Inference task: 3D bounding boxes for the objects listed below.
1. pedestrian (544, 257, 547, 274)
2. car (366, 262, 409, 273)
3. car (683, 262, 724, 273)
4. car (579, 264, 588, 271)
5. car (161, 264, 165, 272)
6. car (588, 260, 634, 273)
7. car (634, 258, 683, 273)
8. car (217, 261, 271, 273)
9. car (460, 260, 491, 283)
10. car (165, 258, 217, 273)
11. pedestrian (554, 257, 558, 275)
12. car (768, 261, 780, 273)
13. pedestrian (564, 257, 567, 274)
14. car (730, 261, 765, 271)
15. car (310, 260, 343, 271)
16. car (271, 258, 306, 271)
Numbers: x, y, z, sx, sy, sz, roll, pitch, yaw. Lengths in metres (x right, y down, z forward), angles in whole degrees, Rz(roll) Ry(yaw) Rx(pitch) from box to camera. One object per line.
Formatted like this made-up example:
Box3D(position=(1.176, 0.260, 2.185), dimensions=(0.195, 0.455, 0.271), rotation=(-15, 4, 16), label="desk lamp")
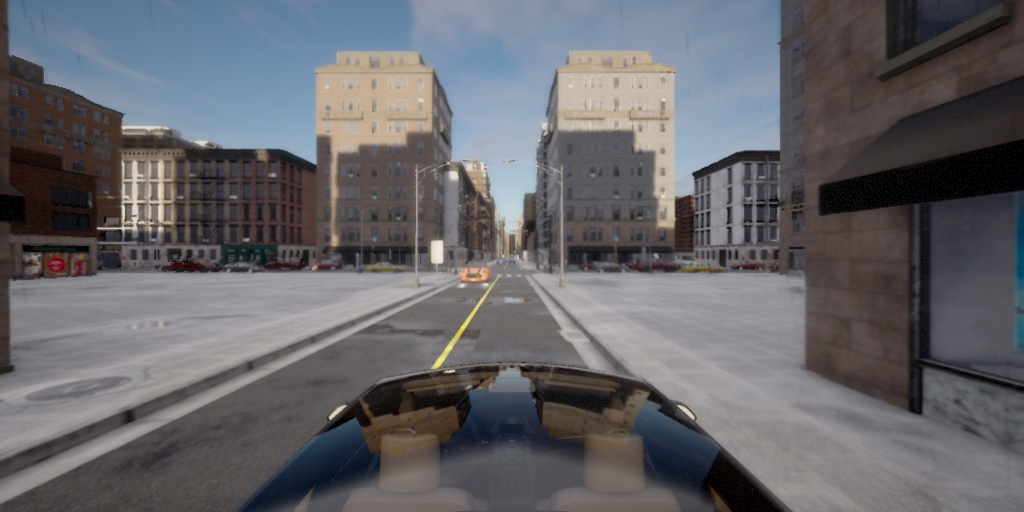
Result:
Box3D(position=(3.522, 0.969, 37.738), dimensions=(0.375, 1.860, 0.375), rotation=(0, 0, 0), label="pedestrian")
Box3D(position=(-14.899, 1.382, 42.957), dimensions=(4.829, 1.417, 1.751), rotation=(0, 0, 0), label="car")
Box3D(position=(22.766, 1.387, 42.913), dimensions=(4.829, 1.417, 1.751), rotation=(0, 0, 0), label="car")
Box3D(position=(11.787, 1.384, 50.951), dimensions=(4.507, 1.381, 1.888), rotation=(0, 0, 0), label="car")
Box3D(position=(-41.809, 1.374, 45.572), dimensions=(4.674, 1.442, 1.812), rotation=(0, 0, 1), label="car")
Box3D(position=(11.777, 1.410, 42.926), dimensions=(4.403, 1.370, 2.007), rotation=(0, 0, 0), label="car")
Box3D(position=(17.186, 1.175, 42.920), dimensions=(5.009, 1.841, 2.192), rotation=(0, 0, 0), label="car")
Box3D(position=(-32.055, 1.406, 42.977), dimensions=(4.403, 1.370, 2.007), rotation=(0, 0, 0), label="car")
Box3D(position=(-2.803, 1.155, 28.513), dimensions=(2.097, 1.767, 4.553), rotation=(0, 0, 0), label="car")
Box3D(position=(-37.717, 1.170, 42.984), dimensions=(5.009, 1.841, 2.192), rotation=(0, 0, 0), label="car")
Box3D(position=(4.521, 0.966, 36.537), dimensions=(0.375, 1.860, 0.375), rotation=(0, 0, 0), label="pedestrian")
Box3D(position=(33.414, 1.304, 42.901), dimensions=(4.097, 1.591, 1.967), rotation=(0, 0, 0), label="car")
Box3D(position=(5.521, 0.974, 37.137), dimensions=(0.375, 1.860, 0.375), rotation=(0, 0, 0), label="pedestrian")
Box3D(position=(33.424, 1.388, 50.926), dimensions=(4.507, 1.381, 1.888), rotation=(0, 0, 0), label="car")
Box3D(position=(-26.383, 1.275, 50.996), dimensions=(4.097, 1.591, 1.967), rotation=(0, 0, 0), label="car")
Box3D(position=(-32.045, 1.150, 51.002), dimensions=(5.009, 1.841, 2.192), rotation=(0, 0, 0), label="car")
